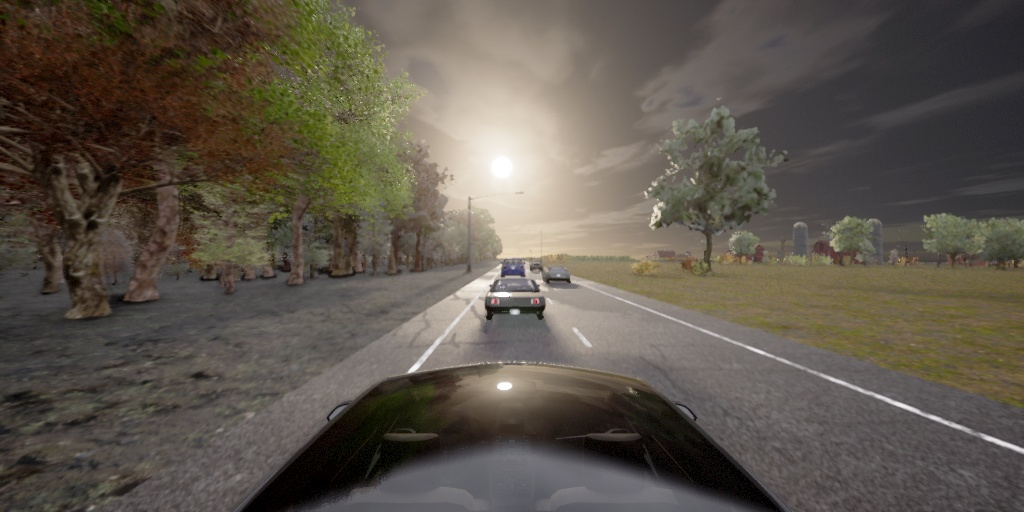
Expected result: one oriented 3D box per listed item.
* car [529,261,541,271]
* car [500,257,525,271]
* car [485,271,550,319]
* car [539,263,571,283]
[{"bbox_3d":[3.585,1.522,54.073,1.837,1.490,4.892,0,0,0],"label":"car"},{"bbox_3d":[0.090,1.145,34.141,2.150,2.045,5.566,0,0,0],"label":"car"},{"bbox_3d":[0.096,1.412,13.034,1.895,1.301,4.718,0,0,0],"label":"car"},{"bbox_3d":[3.576,1.462,29.443,1.994,1.385,4.181,0,0,0],"label":"car"}]
